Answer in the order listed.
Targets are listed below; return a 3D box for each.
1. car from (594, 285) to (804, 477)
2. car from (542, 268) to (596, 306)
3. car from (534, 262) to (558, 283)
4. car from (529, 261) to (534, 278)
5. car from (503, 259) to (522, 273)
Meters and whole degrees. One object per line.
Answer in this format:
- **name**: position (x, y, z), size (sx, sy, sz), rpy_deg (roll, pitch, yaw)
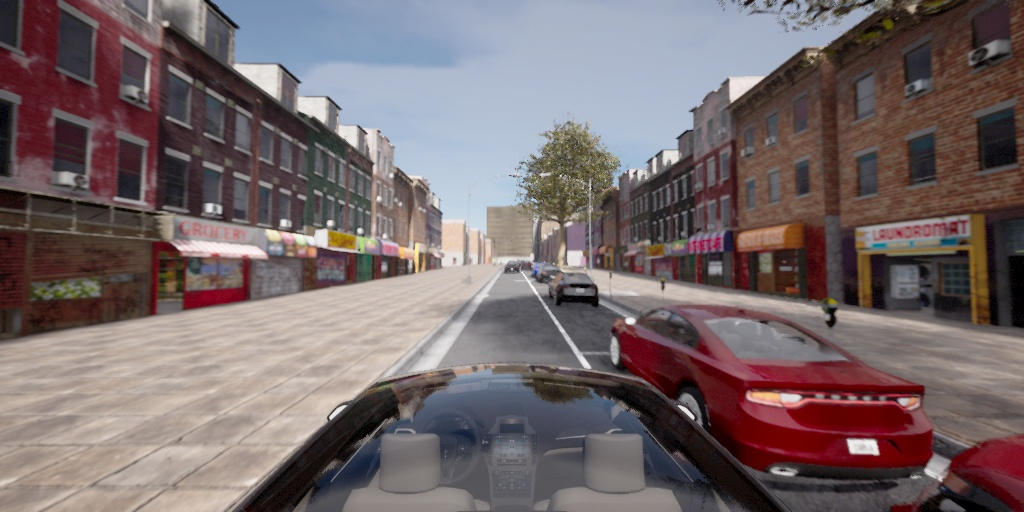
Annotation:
- **car**: position (2.639, 1.316, 4.936), size (1.888, 1.381, 4.507), rpy_deg (0, 0, 0)
- **car**: position (2.640, 1.391, 16.049), size (1.948, 1.339, 4.313), rpy_deg (0, 0, 0)
- **car**: position (3.022, 1.396, 29.257), size (1.812, 1.442, 4.674), rpy_deg (0, 0, 0)
- **car**: position (3.013, 1.373, 36.262), size (1.882, 1.535, 5.008), rpy_deg (0, 0, 0)
- **car**: position (0.006, 1.471, 46.315), size (1.812, 1.442, 4.674), rpy_deg (0, 0, 0)
